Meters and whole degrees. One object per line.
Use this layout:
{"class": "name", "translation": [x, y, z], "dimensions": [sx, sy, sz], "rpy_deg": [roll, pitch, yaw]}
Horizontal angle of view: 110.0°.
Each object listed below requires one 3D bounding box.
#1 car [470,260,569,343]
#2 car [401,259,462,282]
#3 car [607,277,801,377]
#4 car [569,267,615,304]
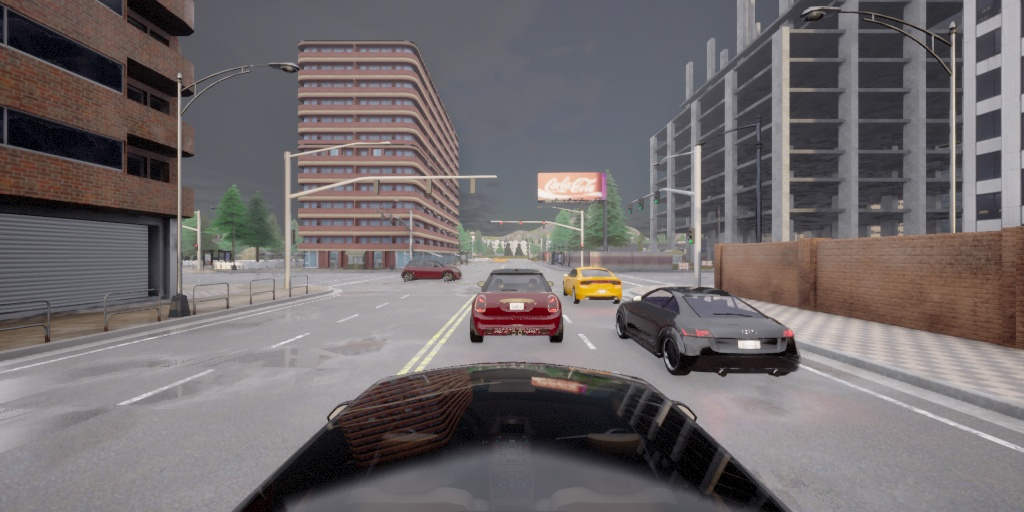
{"class": "car", "translation": [0.103, 1.102, 9.855], "dimensions": [2.097, 1.767, 4.553], "rpy_deg": [0, 0, 0]}
{"class": "car", "translation": [-6.224, 1.102, 28.088], "dimensions": [4.553, 1.767, 2.097], "rpy_deg": [0, 0, 0]}
{"class": "car", "translation": [3.600, 1.314, 7.450], "dimensions": [1.994, 1.385, 4.181], "rpy_deg": [0, 0, 0]}
{"class": "car", "translation": [3.504, 1.228, 16.383], "dimensions": [1.882, 1.535, 5.008], "rpy_deg": [0, 0, 0]}
